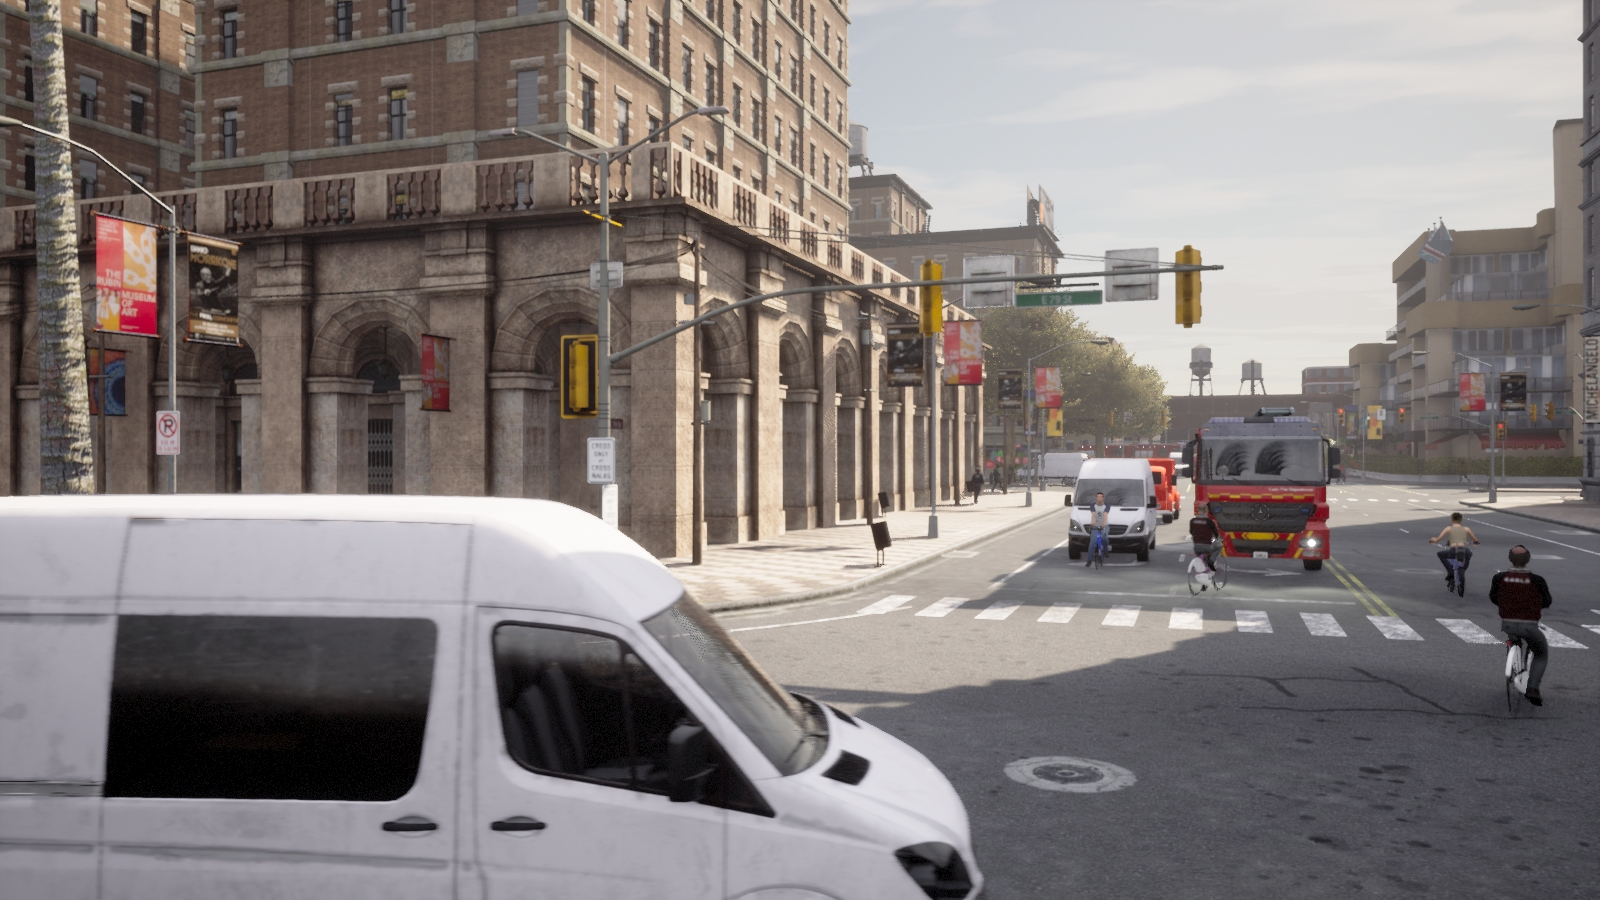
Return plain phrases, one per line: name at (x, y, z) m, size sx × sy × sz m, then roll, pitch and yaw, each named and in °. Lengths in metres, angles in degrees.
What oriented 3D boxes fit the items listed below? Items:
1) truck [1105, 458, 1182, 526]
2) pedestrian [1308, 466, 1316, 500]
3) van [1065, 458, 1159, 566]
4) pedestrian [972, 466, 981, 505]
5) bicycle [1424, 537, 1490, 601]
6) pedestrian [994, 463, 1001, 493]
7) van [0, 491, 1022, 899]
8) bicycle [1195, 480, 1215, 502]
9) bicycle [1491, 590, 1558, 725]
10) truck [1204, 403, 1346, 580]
truck at (13.664, 1.569, 45.203) m, size 2.627 × 2.467 × 5.204 m, roll 0°, pitch 0°, yaw 20°
pedestrian at (28.674, 1.847, 63.971) m, size 0.375 × 1.860 × 0.375 m, roll 0°, pitch 0°, yaw 22°
van at (8.539, 1.535, 30.943) m, size 1.988 × 2.561 × 5.915 m, roll 0°, pitch 0°, yaw 20°
pedestrian at (8.543, 1.699, 55.218) m, size 0.375 × 1.860 × 0.375 m, roll 0°, pitch 0°, yaw 19°
bicycle at (12.597, 2.256, 21.939) m, size 0.859 × 1.080 × 1.487 m, roll 0°, pitch -1°, yaw 20°
pedestrian at (12.085, 1.700, 69.889) m, size 0.375 × 1.860 × 0.375 m, roll 0°, pitch 0°, yaw 21°
van at (-2.012, 1.535, 5.893) m, size 5.915 × 2.561 × 1.988 m, roll 0°, pitch 0°, yaw -1°
bicycle at (21.999, 2.211, 62.050) m, size 0.329 × 1.171 × 1.835 m, roll 0°, pitch 0°, yaw 42°
bicycle at (7.898, 2.210, 12.423) m, size 0.329 × 1.171 × 1.835 m, roll 0°, pitch 0°, yaw 41°
truck at (11.885, 0.890, 29.182) m, size 2.891 × 3.827 × 8.468 m, roll 0°, pitch 0°, yaw 20°
